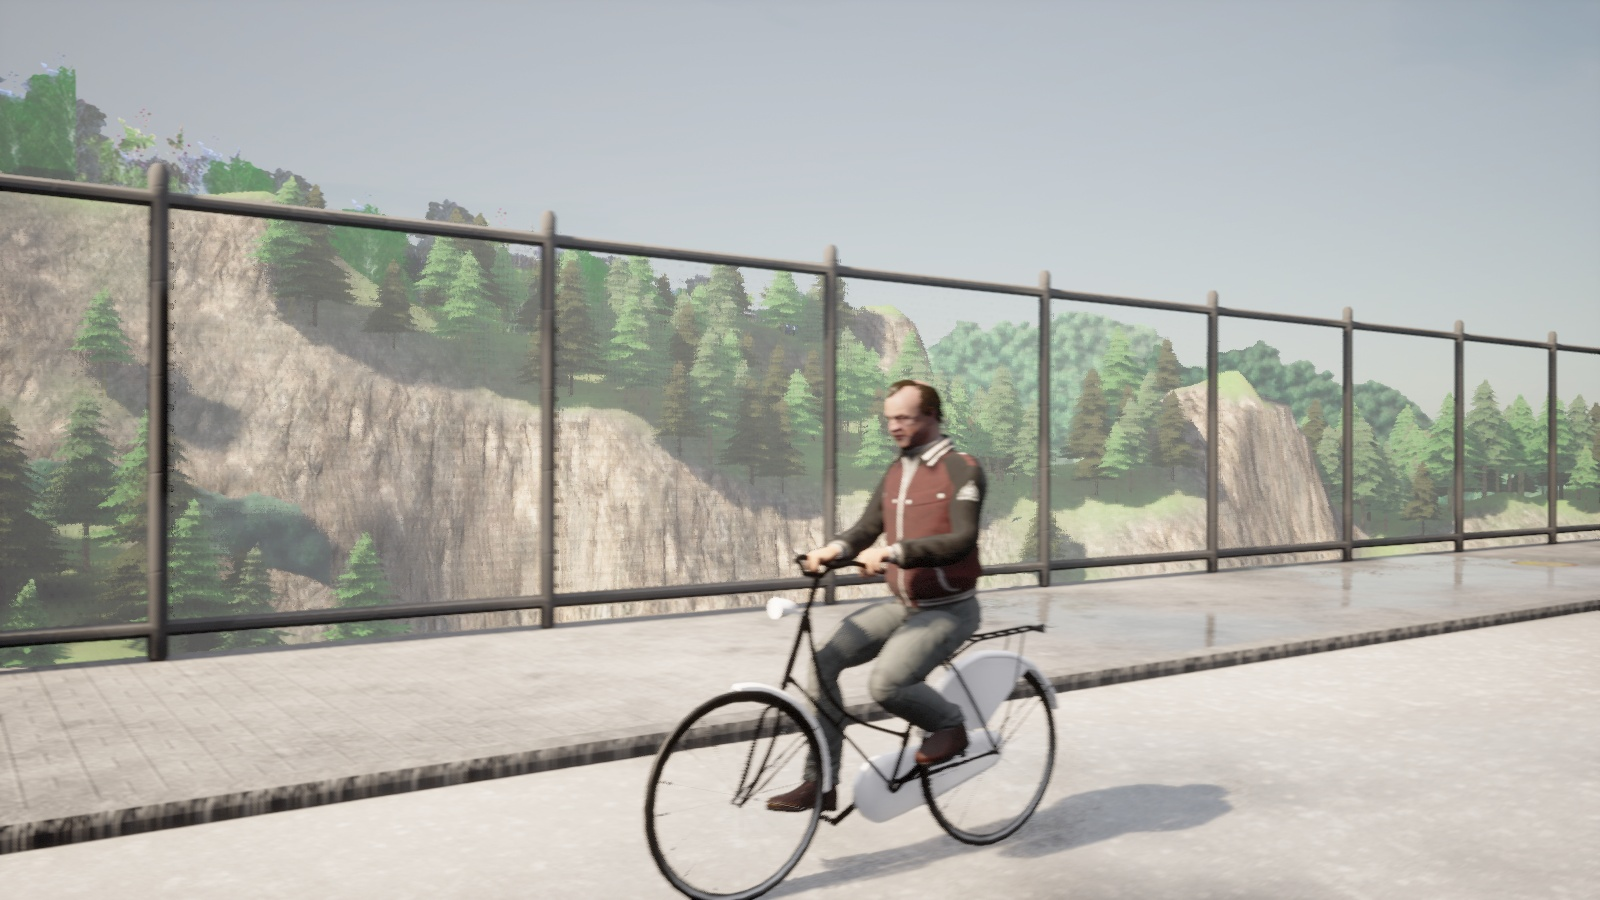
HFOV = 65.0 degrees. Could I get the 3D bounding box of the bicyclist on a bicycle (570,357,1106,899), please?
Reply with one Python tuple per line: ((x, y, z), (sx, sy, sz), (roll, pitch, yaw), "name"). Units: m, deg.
((0.189, 0.626, 4.400), (1.843, 1.776, 0.659), (0, 0, -35), "bicyclist on a bicycle")
